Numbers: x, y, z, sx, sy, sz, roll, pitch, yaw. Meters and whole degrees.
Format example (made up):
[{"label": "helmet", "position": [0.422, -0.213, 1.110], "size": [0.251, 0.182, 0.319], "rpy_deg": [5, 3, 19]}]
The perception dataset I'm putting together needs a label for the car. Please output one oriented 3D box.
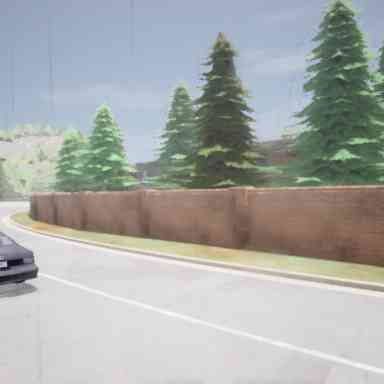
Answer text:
[{"label": "car", "position": [-6.128, 1.712, 9.154], "size": [5.357, 1.411, 2.033], "rpy_deg": [-1, -1, 42]}]
